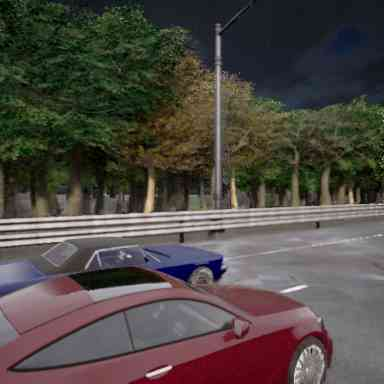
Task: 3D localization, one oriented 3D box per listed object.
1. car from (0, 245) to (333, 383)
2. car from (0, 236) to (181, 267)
[{"bbox_3d":[-0.528,1.526,3.368,4.674,1.442,1.812,0,0,-36],"label":"car"},{"bbox_3d":[-1.548,1.601,6.939,4.718,1.301,1.895,0,0,-35],"label":"car"}]
